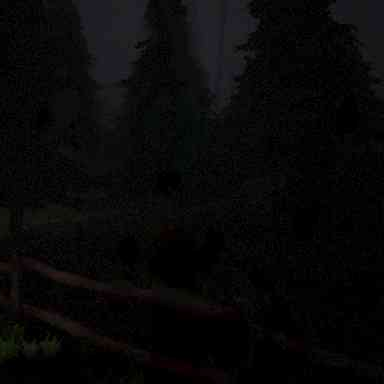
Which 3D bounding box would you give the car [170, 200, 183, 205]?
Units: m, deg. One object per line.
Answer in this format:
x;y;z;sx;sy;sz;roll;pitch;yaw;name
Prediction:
-2.726;1.590;37.117;4.181;1.385;1.994;0;0;-13;car
